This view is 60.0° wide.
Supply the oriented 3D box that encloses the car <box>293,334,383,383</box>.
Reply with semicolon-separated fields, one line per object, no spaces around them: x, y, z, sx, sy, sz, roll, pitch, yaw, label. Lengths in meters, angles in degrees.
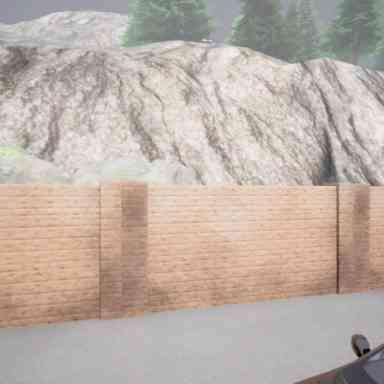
2.252;1.492;1.861;4.902;1.511;2.128;0;0;-17;car
